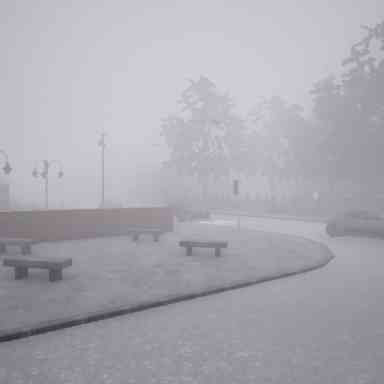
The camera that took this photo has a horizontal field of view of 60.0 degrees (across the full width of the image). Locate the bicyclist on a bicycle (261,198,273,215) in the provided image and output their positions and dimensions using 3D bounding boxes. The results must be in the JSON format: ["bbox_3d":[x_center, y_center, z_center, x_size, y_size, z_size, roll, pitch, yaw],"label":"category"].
[{"bbox_3d":[7.079,1.349,31.453,1.656,1.620,0.582,0,0,-35],"label":"bicyclist on a bicycle"}]

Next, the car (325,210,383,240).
[{"bbox_3d":[8.515,1.564,15.646,1.994,1.385,4.181,0,0,-43],"label":"car"}]

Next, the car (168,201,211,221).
[{"bbox_3d":[-0.404,1.503,27.496,1.837,1.490,4.892,0,1,-35],"label":"car"}]

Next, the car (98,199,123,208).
[{"bbox_3d":[-10.097,1.564,41.249,1.994,1.385,4.181,0,0,-35],"label":"car"}]
